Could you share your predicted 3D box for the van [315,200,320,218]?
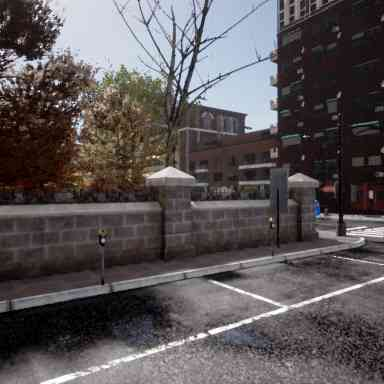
[{"bbox_3d":[10.496,1.647,32.597,1.690,1.788,3.998,-1,0,-36],"label":"van"}]
